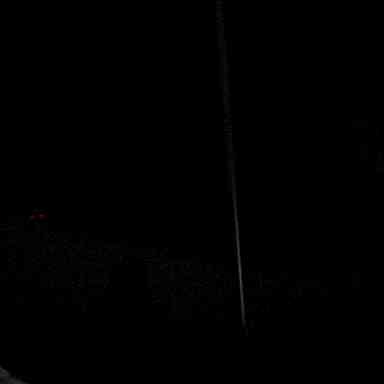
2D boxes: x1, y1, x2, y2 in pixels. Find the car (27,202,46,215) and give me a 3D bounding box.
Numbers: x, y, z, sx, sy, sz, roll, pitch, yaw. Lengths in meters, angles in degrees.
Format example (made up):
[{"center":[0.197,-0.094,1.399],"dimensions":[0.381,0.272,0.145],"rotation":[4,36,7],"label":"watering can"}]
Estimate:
[{"center":[-19.403,1.946,41.572],"dimensions":[2.128,1.511,4.902],"rotation":[-2,0,-25],"label":"car"}]
